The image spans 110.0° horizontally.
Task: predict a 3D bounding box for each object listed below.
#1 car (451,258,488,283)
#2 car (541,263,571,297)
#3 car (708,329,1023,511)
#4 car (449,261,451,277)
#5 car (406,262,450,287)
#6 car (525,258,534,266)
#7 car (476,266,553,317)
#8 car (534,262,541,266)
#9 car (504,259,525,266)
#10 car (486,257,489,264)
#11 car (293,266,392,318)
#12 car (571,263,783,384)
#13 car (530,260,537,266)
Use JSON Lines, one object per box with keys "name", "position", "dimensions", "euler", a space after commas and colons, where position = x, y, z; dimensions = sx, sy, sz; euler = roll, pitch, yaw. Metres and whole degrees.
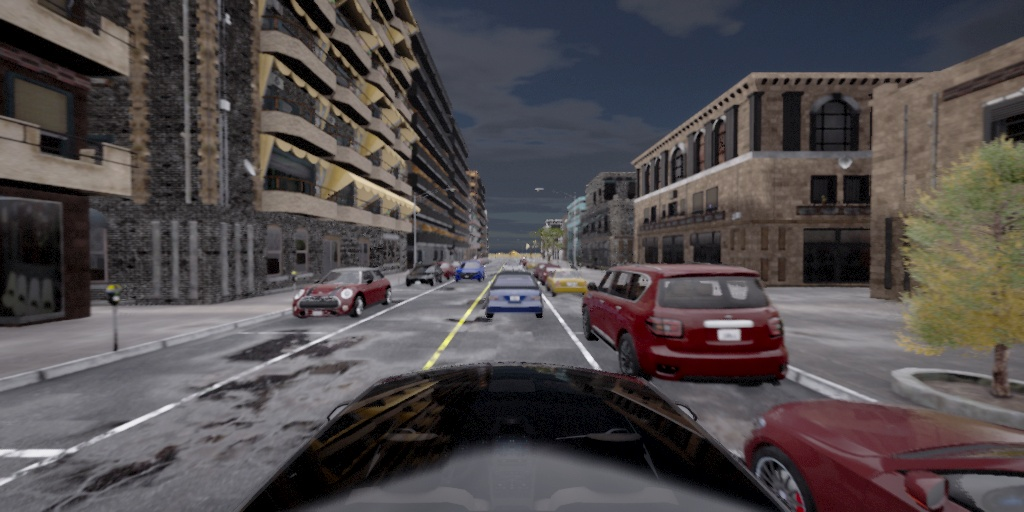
{"name": "car", "position": [-3.097, 1.126, 27.071], "dimensions": [1.882, 1.535, 5.008], "euler": [0, 0, 0]}
{"name": "car", "position": [2.689, 1.209, 18.336], "dimensions": [1.751, 1.417, 4.829], "euler": [0, 0, 0]}
{"name": "car", "position": [2.689, 1.334, 1.134], "dimensions": [1.802, 1.307, 4.207], "euler": [0, 0, 0]}
{"name": "car", "position": [-5.692, 1.184, 29.548], "dimensions": [1.888, 1.381, 4.507], "euler": [0, 0, 0]}
{"name": "car", "position": [-5.692, 1.227, 23.871], "dimensions": [1.948, 1.339, 4.313], "euler": [0, 0, 0]}
{"name": "car", "position": [2.688, 1.099, 46.722], "dimensions": [1.751, 1.417, 4.829], "euler": [0, 0, 0]}
{"name": "car", "position": [0.085, 1.253, 12.822], "dimensions": [2.033, 1.411, 5.357], "euler": [0, 0, 0]}
{"name": "car", "position": [2.689, 1.243, 23.843], "dimensions": [1.802, 1.307, 4.207], "euler": [0, 0, 0]}
{"name": "car", "position": [0.099, 1.211, 37.064], "dimensions": [1.895, 1.301, 4.718], "euler": [0, 0, 0]}
{"name": "car", "position": [-5.693, 1.055, 63.613], "dimensions": [1.888, 1.381, 4.507], "euler": [0, 0, 0]}
{"name": "car", "position": [-5.698, 1.146, 12.516], "dimensions": [1.967, 1.591, 4.097], "euler": [0, 0, 0]}
{"name": "car", "position": [2.689, 1.044, 6.811], "dimensions": [2.192, 1.841, 5.009], "euler": [0, 0, 0]}
{"name": "car", "position": [2.688, 1.221, 29.520], "dimensions": [1.802, 1.307, 4.207], "euler": [0, 0, 0]}
